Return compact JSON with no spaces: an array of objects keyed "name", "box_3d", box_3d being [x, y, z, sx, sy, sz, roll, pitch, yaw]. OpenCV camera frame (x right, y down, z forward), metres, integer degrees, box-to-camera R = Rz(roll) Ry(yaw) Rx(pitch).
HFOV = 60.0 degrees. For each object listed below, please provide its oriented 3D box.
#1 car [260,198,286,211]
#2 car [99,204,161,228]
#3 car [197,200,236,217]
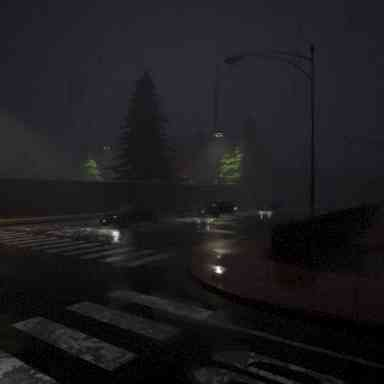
[{"name":"car","box_3d":[10.244,1.491,41.920,2.128,1.511,4.902,0,0,37]},{"name":"car","box_3d":[-4.064,1.525,22.452,1.812,1.442,4.674,0,0,36]},{"name":"car","box_3d":[2.409,1.491,31.331,2.128,1.511,4.902,0,0,36]}]
